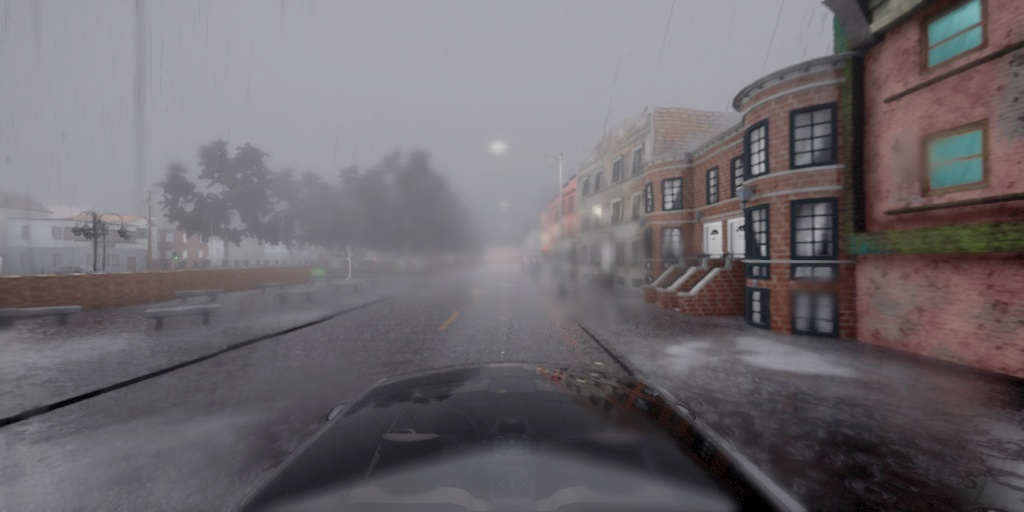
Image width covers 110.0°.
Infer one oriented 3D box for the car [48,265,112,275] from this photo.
[{"bbox_3d":[-41.121,1.623,34.275,4.892,1.490,1.837,0,-1,0],"label":"car"}]
